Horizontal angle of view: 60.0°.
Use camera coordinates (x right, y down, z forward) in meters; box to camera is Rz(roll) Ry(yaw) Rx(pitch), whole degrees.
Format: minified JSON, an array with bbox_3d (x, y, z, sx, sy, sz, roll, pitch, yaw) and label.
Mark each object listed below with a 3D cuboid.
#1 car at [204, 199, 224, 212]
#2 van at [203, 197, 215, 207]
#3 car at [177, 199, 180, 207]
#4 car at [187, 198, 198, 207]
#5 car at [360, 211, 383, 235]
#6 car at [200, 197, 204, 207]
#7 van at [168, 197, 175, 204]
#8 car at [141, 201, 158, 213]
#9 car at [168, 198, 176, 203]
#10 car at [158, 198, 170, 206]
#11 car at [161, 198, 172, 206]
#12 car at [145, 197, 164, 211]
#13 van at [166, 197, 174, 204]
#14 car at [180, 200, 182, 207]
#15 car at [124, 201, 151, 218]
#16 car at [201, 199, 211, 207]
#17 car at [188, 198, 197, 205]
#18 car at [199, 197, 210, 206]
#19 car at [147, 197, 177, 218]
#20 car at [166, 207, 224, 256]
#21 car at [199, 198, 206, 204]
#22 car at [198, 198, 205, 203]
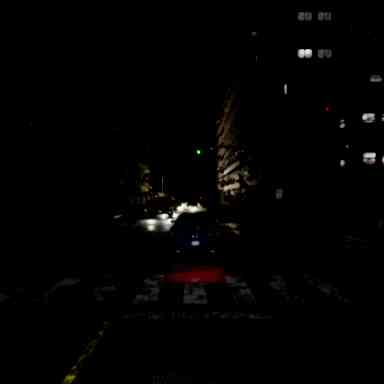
[{"bbox_3d":[2.737,1.891,39.091,1.887,1.381,4.507,0,-1,0],"label":"car"},{"bbox_3d":[2.744,1.740,44.723,1.690,1.788,3.998,0,-1,0],"label":"van"},{"bbox_3d":[-3.021,2.016,46.359,1.895,1.301,4.718,0,-1,0],"label":"car"},{"bbox_3d":[0.070,2.047,62.180,1.882,1.535,5.008,0,-1,0],"label":"car"},{"bbox_3d":[13.489,1.781,21.127,5.009,1.841,2.192,1,-2,0],"label":"car"},{"bbox_3d":[2.756,1.948,55.982,1.967,1.590,4.097,0,-1,0],"label":"car"},{"bbox_3d":[-5.585,2.195,89.771,1.690,1.788,3.998,0,-1,0],"label":"van"},{"bbox_3d":[-5.637,1.923,44.562,1.752,1.417,4.829,0,-1,0],"label":"car"},{"bbox_3d":[-5.580,2.467,95.399,2.008,1.369,4.403,0,-1,0],"label":"car"},{"bbox_3d":[-5.611,2.060,67.252,1.967,1.590,4.097,0,-1,0],"label":"car"},{"bbox_3d":[-5.604,2.117,72.881,1.967,1.590,4.097,0,-1,0],"label":"car"},{"bbox_3d":[-5.631,1.769,50.363,2.192,1.841,5.009,0,-1,0],"label":"car"},{"bbox_3d":[-5.592,2.135,84.142,1.690,1.788,3.998,0,-1,0],"label":"van"},{"bbox_3d":[-2.957,2.052,62.577,1.882,1.535,5.008,0,0,1],"label":"car"},{"bbox_3d":[-5.650,1.861,33.471,1.947,1.339,4.313,0,-1,0],"label":"car"},{"bbox_3d":[2.769,2.165,67.241,1.887,1.381,4.507,0,-1,0],"label":"car"},{"bbox_3d":[0.084,2.091,72.598,2.033,1.411,5.357,0,-1,0],"label":"car"},{"bbox_3d":[2.776,1.992,72.873,2.192,1.841,5.009,0,-1,0],"label":"car"},{"bbox_3d":[-3.050,1.524,34.282,2.150,2.045,5.566,0,-1,0],"label":"car"},{"bbox_3d":[0.116,1.596,13.695,1.882,1.535,5.008,0,0,0],"label":"car"},{"bbox_3d":[2.795,2.294,89.760,1.967,1.590,4.097,0,-1,0],"label":"car"},{"bbox_3d":[2.801,2.498,95.390,1.802,1.307,4.206,0,-1,0],"label":"car"}]
